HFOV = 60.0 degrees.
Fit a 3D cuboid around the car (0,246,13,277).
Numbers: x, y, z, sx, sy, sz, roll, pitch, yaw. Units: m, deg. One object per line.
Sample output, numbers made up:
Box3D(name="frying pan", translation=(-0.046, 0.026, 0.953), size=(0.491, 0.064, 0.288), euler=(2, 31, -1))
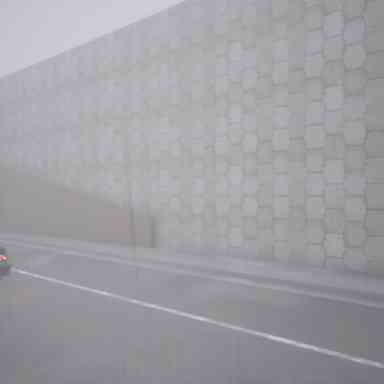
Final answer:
Box3D(name="car", translation=(-6.830, 1.593, 8.775), size=(5.357, 1.411, 2.033), euler=(0, 0, 36))
